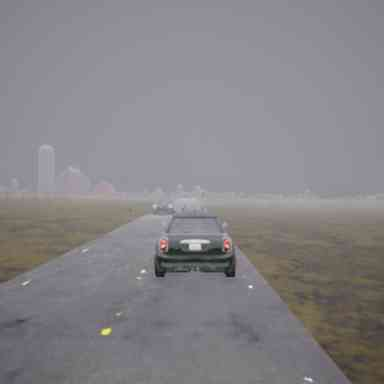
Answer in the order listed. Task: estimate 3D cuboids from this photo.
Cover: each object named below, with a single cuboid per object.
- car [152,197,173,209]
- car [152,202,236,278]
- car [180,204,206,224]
[{"bbox_3d":[-2.864,1.404,34.418,2.097,1.767,4.553,0,0,0],"label":"car"},{"bbox_3d":[0.081,1.359,10.281,2.097,1.767,4.553,0,0,0],"label":"car"},{"bbox_3d":[0.076,1.636,25.990,1.895,1.301,4.718,0,0,0],"label":"car"}]
